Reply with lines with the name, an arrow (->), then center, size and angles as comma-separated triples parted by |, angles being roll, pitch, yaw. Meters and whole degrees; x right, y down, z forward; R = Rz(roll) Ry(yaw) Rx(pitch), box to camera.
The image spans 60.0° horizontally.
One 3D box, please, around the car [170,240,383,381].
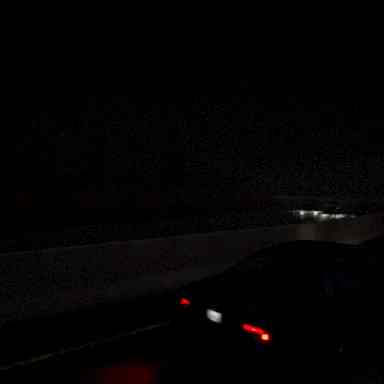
car -> 2.213, 1.567, 5.641 | 5.357, 1.411, 2.033 | 0, 0, -39
